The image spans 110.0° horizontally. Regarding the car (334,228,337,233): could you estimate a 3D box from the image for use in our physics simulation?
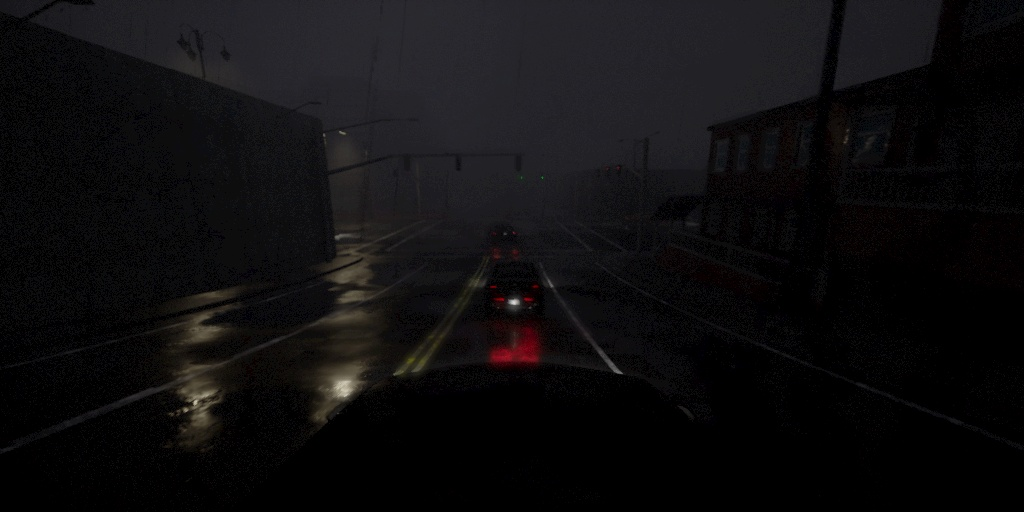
[{"bbox_3d":[-19.409,-2.624,34.777,4.181,1.385,1.994,0,11,0],"label":"car"}]

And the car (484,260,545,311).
[{"bbox_3d":[0.087,0.870,12.587,1.837,1.490,4.892,0,5,0],"label":"car"}]

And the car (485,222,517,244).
[{"bbox_3d":[-1.023,-2.209,31.616,2.097,1.767,4.553,-3,12,-12],"label":"car"}]

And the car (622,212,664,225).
[{"bbox_3d":[16.443,-4.788,45.107,5.008,1.535,1.882,0,11,0],"label":"car"}]
